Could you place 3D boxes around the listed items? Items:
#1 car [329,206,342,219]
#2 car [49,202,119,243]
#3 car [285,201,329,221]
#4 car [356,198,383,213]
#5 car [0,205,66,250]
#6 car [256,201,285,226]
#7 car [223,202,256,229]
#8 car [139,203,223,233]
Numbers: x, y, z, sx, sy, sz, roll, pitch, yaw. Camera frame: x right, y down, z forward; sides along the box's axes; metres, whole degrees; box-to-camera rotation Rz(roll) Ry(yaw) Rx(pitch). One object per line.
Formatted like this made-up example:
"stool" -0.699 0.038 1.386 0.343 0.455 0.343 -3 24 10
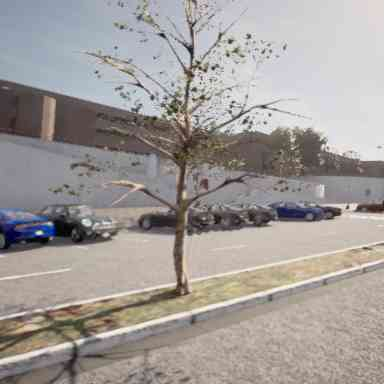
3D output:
"car" 10.468 1.521 29.215 5.008 1.535 2.097 -1 -1 30
"car" -5.741 1.381 16.340 4.553 1.767 2.185 -1 -1 34
"car" 8.187 1.512 27.325 5.008 1.535 2.097 -1 -1 31
"car" 21.915 1.654 38.709 5.008 1.535 2.097 0 -1 30
"car" -8.084 1.509 14.557 5.008 1.535 2.097 -1 0 34
"car" 3.621 1.504 23.567 4.892 1.521 2.231 -1 0 32
"car" 1.309 1.502 21.719 4.892 1.521 2.231 -1 0 32
"car" -1.016 1.502 19.894 4.892 1.521 2.231 -1 0 33
